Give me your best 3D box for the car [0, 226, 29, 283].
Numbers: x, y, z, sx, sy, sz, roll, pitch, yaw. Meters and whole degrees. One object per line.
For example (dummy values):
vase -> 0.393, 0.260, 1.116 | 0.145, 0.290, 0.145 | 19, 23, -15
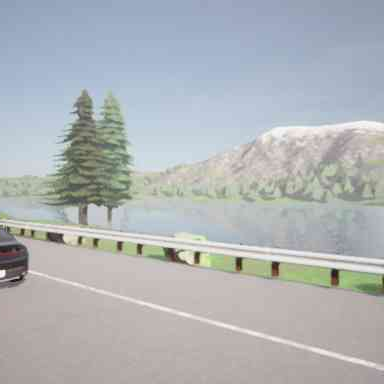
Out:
car -> -6.094, 1.546, 8.664 | 4.892, 1.490, 1.837 | 0, 0, 38
